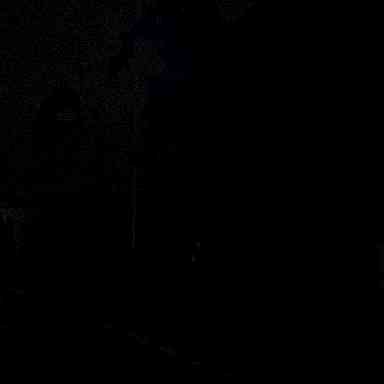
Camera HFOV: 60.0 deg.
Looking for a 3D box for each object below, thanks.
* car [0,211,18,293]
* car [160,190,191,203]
[{"bbox_3d":[-5.526,1.084,6.747,5.009,1.841,2.192,2,1,35],"label":"car"},{"bbox_3d":[-2.105,0.539,43.308,1.882,1.535,5.008,2,1,36],"label":"car"}]
